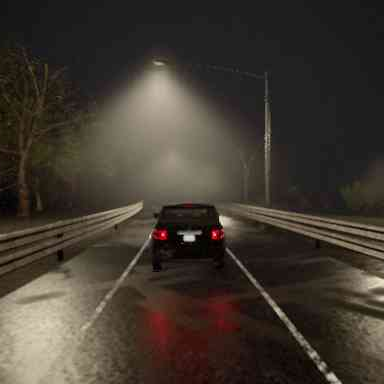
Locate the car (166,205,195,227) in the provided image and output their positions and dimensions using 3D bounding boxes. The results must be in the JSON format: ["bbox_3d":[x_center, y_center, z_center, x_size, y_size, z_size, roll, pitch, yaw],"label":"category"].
[{"bbox_3d":[-1.006,1.787,26.380,2.033,1.411,5.357,0,0,-4],"label":"car"}]

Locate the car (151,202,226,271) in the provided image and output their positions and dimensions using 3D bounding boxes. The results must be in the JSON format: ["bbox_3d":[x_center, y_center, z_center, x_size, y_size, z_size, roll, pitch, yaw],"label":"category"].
[{"bbox_3d":[-0.175,1.332,11.498,2.150,2.045,5.566,0,0,-2],"label":"car"}]
